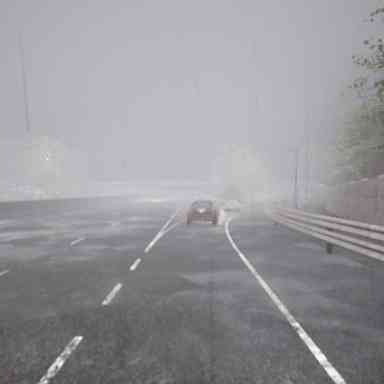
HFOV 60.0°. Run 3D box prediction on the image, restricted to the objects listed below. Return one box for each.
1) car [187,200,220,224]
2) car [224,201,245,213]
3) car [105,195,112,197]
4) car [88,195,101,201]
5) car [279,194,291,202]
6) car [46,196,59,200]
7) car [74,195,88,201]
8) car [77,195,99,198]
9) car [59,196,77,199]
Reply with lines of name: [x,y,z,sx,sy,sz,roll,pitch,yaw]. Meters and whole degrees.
car: [0.955,1.356,24.943,2.097,1.767,4.553,0,0,8]
car: [5.525,1.871,43.109,1.812,1.442,4.674,0,-1,20]
car: [-21.006,1.533,83.902,1.837,1.490,4.892,0,0,0]
car: [-24.506,1.557,83.902,1.812,1.442,4.674,0,0,0]
car: [22.832,1.920,82.541,1.895,1.301,4.718,0,3,20]
car: [-28.005,1.515,67.651,1.837,1.490,4.892,0,0,0]
car: [-28.006,1.533,83.901,1.837,1.490,4.892,0,0,0]
car: [-21.004,1.555,67.652,2.033,1.411,5.357,0,0,0]
car: [-24.505,1.540,67.652,2.128,1.511,4.902,0,0,0]
